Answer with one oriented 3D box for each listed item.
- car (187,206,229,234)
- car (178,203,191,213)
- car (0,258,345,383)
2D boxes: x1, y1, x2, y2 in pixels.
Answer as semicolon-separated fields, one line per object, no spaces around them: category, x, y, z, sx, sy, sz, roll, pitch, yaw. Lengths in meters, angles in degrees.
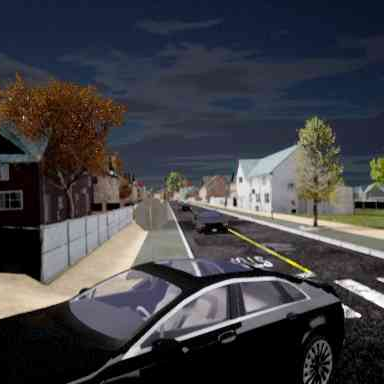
car;1.103;1.896;22.221;2.033;1.411;5.357;-2;-1;-5
car;-1.078;2.296;49.515;1.994;1.385;4.181;-2;-1;-5
car;-0.178;1.581;3.743;4.902;1.511;2.128;3;-3;-37
